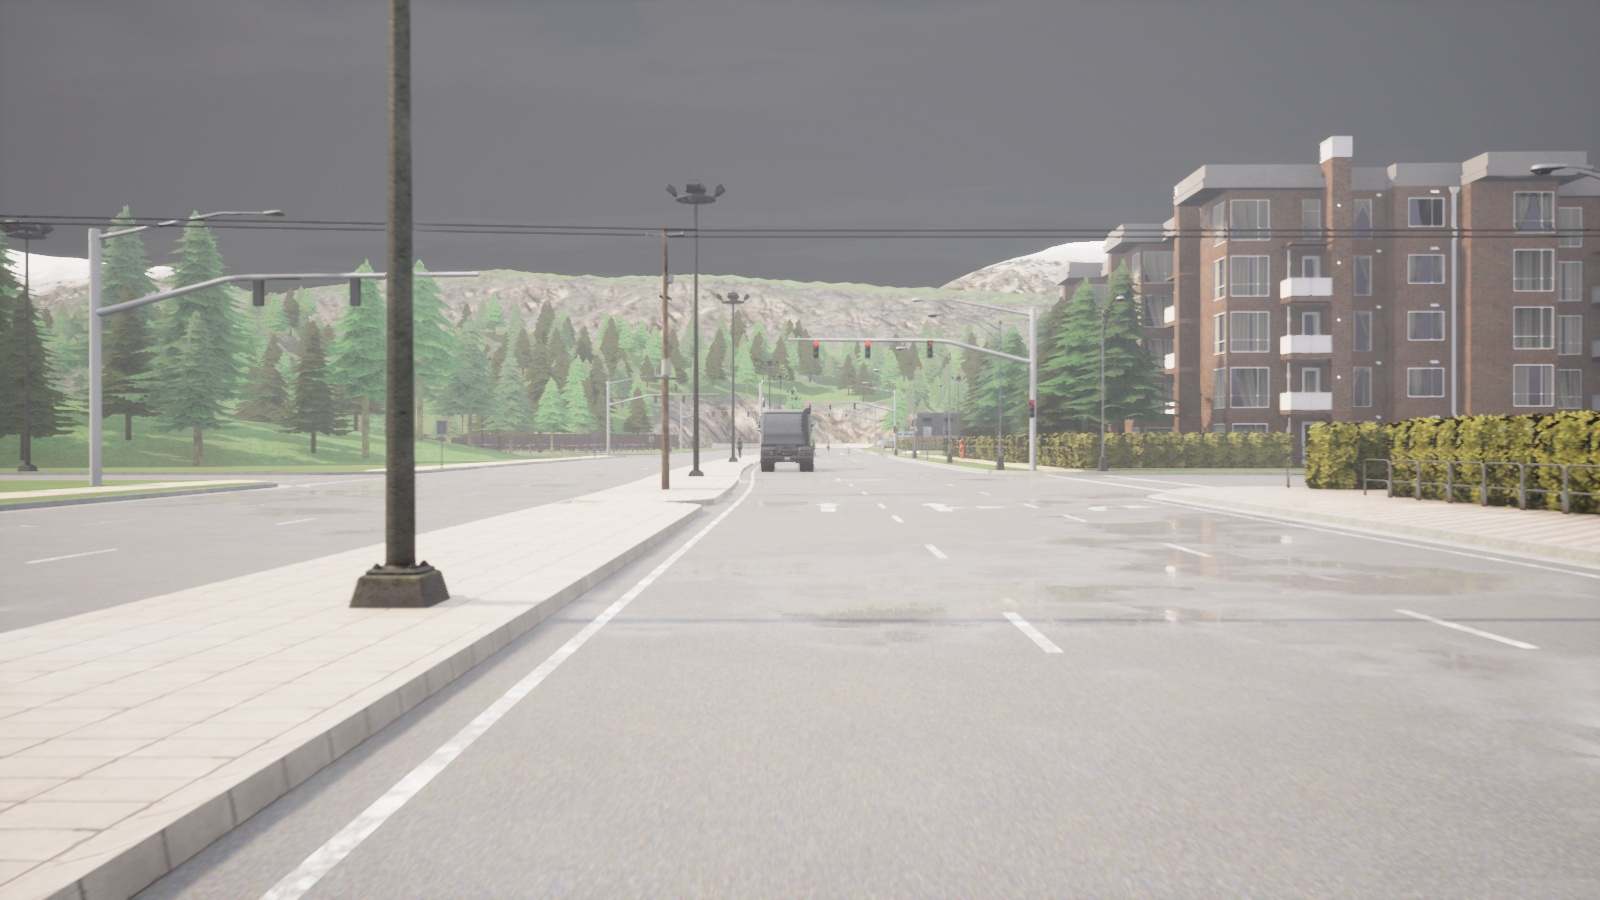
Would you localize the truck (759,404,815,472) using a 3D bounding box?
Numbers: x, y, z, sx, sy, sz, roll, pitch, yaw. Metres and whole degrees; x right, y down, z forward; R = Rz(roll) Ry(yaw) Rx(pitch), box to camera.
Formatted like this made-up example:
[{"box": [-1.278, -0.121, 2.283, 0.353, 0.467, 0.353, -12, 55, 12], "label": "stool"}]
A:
[{"box": [-0.740, -0.621, 68.265, 2.891, 3.462, 7.936, 0, 0, -1], "label": "truck"}]
